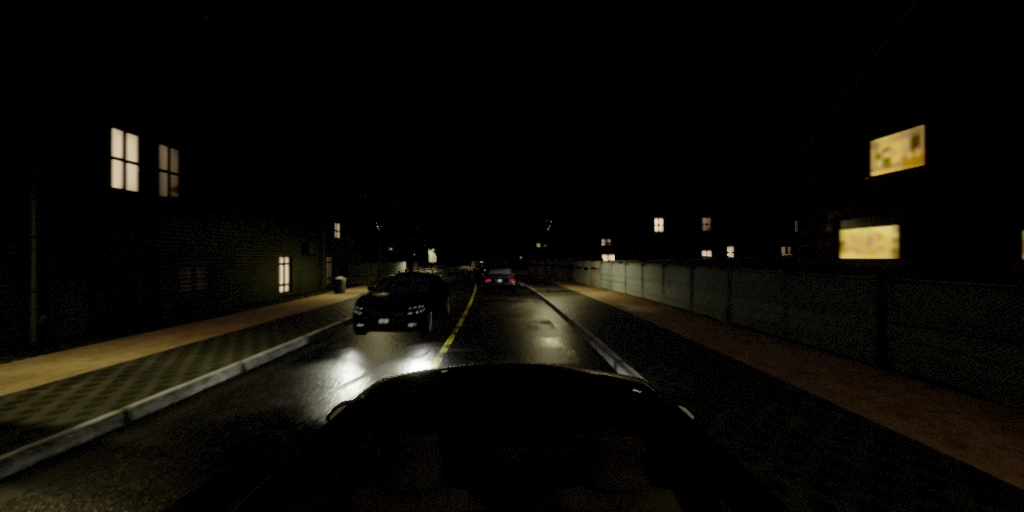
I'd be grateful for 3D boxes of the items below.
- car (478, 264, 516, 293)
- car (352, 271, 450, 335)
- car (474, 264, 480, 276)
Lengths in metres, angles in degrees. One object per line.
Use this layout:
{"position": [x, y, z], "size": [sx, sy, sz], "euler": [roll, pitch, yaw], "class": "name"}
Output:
{"position": [-0.783, 1.348, 21.105], "size": [2.033, 1.411, 5.357], "euler": [0, 0, -4], "class": "car"}
{"position": [-3.059, 1.240, 10.787], "size": [1.882, 1.535, 5.008], "euler": [0, 0, -2], "class": "car"}
{"position": [-3.383, 1.574, 42.307], "size": [1.994, 1.385, 4.181], "euler": [0, -1, -9], "class": "car"}
